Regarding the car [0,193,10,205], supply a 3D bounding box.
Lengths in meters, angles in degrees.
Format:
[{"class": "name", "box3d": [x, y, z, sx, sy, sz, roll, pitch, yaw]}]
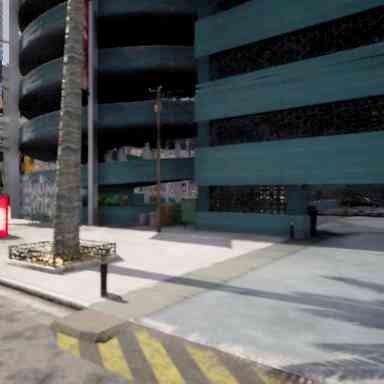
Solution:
[{"class": "car", "box3d": [-31.008, 1.220, 52.110, 2.150, 2.045, 5.566, 0, 0, 23]}]

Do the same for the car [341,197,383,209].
[{"class": "car", "box3d": [21.558, 1.317, 42.319, 4.674, 1.452, 2.002, 0, 0, 36]}]

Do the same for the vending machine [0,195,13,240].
[{"class": "vending machine", "box3d": [-9.234, 1.195, 15.739, 1.100, 2.100, 0.880, 0, 0, -44]}]
